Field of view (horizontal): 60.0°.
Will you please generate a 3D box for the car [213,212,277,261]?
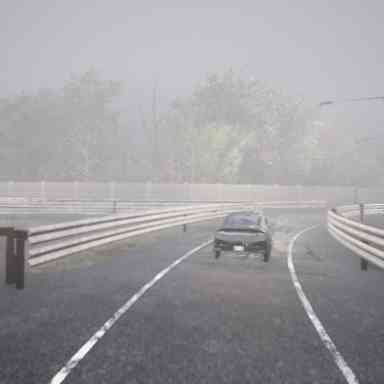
[{"bbox_3d":[2.058,1.500,12.450,2.128,1.511,4.902,0,0,15],"label":"car"}]
